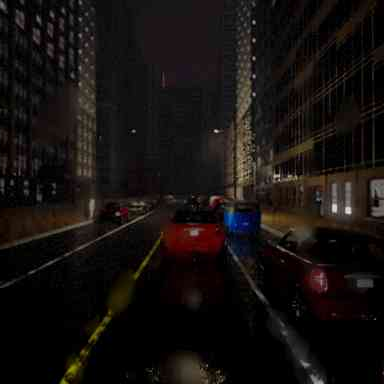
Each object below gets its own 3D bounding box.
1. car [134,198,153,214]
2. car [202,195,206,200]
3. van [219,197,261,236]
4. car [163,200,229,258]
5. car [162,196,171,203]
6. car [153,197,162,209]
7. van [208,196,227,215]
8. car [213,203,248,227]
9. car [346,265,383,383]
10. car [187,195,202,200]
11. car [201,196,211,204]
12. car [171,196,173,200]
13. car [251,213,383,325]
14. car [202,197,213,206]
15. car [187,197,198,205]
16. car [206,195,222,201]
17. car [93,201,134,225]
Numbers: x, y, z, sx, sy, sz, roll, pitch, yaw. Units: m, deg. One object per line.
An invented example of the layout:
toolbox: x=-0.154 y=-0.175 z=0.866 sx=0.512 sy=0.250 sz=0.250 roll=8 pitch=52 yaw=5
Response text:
car: x=-5.709 y=1.587 z=35.288 sx=2.008 sy=1.369 sz=4.403 roll=1 pitch=0 yaw=0
car: x=2.666 y=1.360 z=46.604 sx=2.192 sy=1.841 sz=5.009 roll=1 pitch=0 yaw=0
van: x=2.687 y=1.361 z=18.396 sx=1.690 sy=1.788 sz=3.998 roll=1 pitch=0 yaw=0
car: x=0.049 y=1.367 z=13.043 sx=2.097 sy=1.767 sz=4.553 roll=0 pitch=0 yaw=-1
car: x=-5.731 y=1.609 z=63.502 sx=2.008 sy=1.369 sz=4.403 roll=1 pitch=0 yaw=0
car: x=-5.718 y=1.596 z=46.574 sx=2.008 sy=1.369 sz=4.403 roll=1 pitch=0 yaw=0
van: x=2.674 y=1.377 z=35.321 sx=1.690 sy=1.788 sz=3.998 roll=1 pitch=0 yaw=0
car: x=2.680 y=1.577 z=24.038 sx=2.008 sy=1.369 sz=4.403 roll=1 pitch=0 yaw=0
car: x=2.698 y=1.547 z=1.472 sx=1.887 sy=1.381 sz=4.507 roll=0 pitch=0 yaw=0
car: x=0.066 y=1.550 z=45.713 sx=1.837 sy=1.490 sz=4.892 roll=0 pitch=0 yaw=0
car: x=2.650 y=1.583 z=63.697 sx=1.752 sy=1.417 sz=4.829 roll=1 pitch=0 yaw=0
car: x=-5.748 y=1.615 z=86.073 sx=1.887 sy=1.381 sz=4.507 roll=1 pitch=0 yaw=0
car: x=2.695 y=1.448 z=7.114 sx=1.967 sy=1.590 sz=4.097 roll=0 pitch=0 yaw=0
car: x=2.654 y=1.635 z=57.886 sx=1.802 sy=1.307 sz=4.206 roll=1 pitch=0 yaw=0
car: x=0.053 y=1.605 z=63.817 sx=2.033 sy=1.411 sz=5.357 roll=0 pitch=0 yaw=0
car: x=2.678 y=1.346 z=29.679 sx=2.192 sy=1.841 sz=5.009 roll=1 pitch=0 yaw=0
car: x=-5.699 y=1.466 z=24.003 sx=1.967 sy=1.590 sz=4.097 roll=1 pitch=0 yaw=0
